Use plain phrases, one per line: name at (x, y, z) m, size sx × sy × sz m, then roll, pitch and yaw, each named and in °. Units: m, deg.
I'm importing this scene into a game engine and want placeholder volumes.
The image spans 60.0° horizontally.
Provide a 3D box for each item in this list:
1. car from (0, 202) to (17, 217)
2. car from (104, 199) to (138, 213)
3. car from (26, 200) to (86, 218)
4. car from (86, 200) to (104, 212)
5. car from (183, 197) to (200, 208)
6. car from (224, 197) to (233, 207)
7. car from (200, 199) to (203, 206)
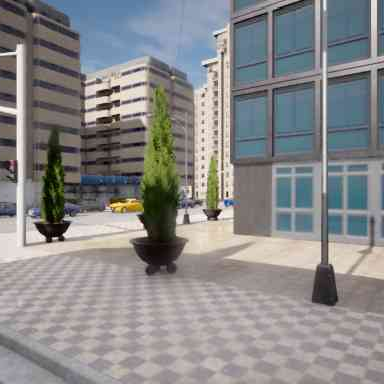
car at (-17.084, 1.603, 29.700) m, size 2.033 × 1.411 × 5.357 m, roll 0°, pitch 0°, yaw 35°
car at (-7.105, 1.533, 37.731) m, size 1.882 × 1.535 × 5.008 m, roll 0°, pitch 0°, yaw 35°
car at (-12.428, 1.581, 30.182) m, size 1.812 × 1.442 × 4.674 m, roll 0°, pitch 0°, yaw 35°
car at (-11.748, 1.619, 37.230) m, size 1.994 × 1.385 × 4.181 m, roll 0°, pitch 0°, yaw 35°
car at (-1.327, 1.581, 45.860) m, size 1.812 × 1.442 × 4.674 m, roll 0°, pitch 0°, yaw 35°
car at (6.740, 1.533, 50.885) m, size 1.882 × 1.535 × 5.008 m, roll 0°, pitch 0°, yaw 35°
car at (0.031, 1.581, 53.783) m, size 1.812 × 1.442 × 4.674 m, roll 0°, pitch 0°, yaw 36°
